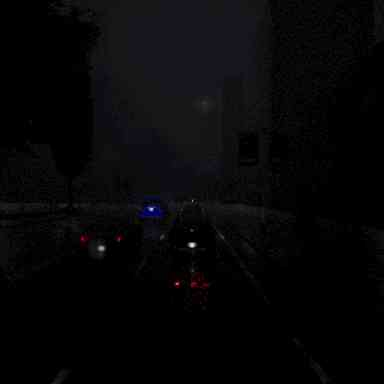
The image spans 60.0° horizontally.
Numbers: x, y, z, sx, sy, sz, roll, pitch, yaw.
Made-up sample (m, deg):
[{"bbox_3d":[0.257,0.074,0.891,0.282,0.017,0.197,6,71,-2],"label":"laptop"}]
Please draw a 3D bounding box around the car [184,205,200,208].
[{"bbox_3d":[0.021,1.834,29.000,2.033,1.411,5.357,0,-1,0],"label":"car"}]

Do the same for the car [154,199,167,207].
[{"bbox_3d":[-6.458,2.239,67.816,2.128,1.511,4.902,0,-1,0],"label":"car"}]

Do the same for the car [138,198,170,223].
[{"bbox_3d":[-3.229,1.503,29.022,2.150,2.045,5.566,0,0,0],"label":"car"}]

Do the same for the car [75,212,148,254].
[{"bbox_3d":[-3.239,1.738,14.117,1.895,1.301,4.718,0,-1,0],"label":"car"}]

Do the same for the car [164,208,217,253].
[{"bbox_3d":[0.014,1.648,14.309,1.837,1.490,4.892,0,0,0],"label":"car"}]

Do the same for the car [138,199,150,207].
[{"bbox_3d":[-9.707,2.223,67.818,1.837,1.490,4.892,0,-1,0],"label":"car"}]
